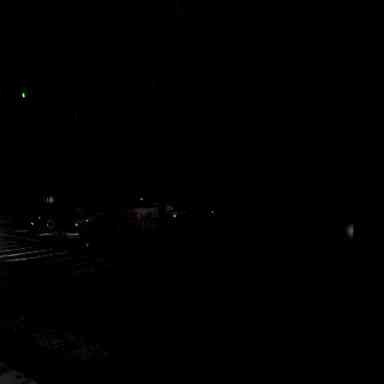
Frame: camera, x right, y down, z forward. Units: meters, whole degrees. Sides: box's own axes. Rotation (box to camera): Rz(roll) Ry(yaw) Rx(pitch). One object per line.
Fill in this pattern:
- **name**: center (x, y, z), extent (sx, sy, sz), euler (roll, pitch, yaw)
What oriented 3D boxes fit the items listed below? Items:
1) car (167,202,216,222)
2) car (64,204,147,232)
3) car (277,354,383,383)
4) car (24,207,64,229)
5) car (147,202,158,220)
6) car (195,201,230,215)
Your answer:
- **car**: center (0.023, 1.677, 28.706), extent (2.128, 1.511, 4.902), euler (1, 0, 35)
- **car**: center (-5.328, 1.632, 21.139), extent (1.812, 1.442, 4.674), euler (1, 0, 35)
- **car**: center (2.408, 1.545, 1.243), extent (4.507, 1.381, 1.887), euler (0, 1, 35)
- **car**: center (-8.542, 1.652, 22.229), extent (1.895, 1.301, 4.718), euler (1, 0, 35)
- **car**: center (-3.406, 1.653, 29.486), extent (1.812, 1.442, 4.674), euler (1, 0, 35)
- **car**: center (2.348, 1.777, 37.596), extent (1.994, 1.385, 4.181), euler (1, 0, 36)
